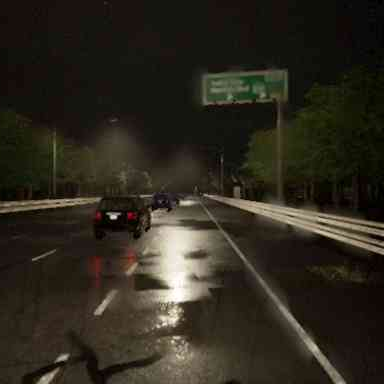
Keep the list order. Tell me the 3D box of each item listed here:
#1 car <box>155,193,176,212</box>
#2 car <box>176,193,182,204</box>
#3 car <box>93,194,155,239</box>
[{"bbox_3d":[-3.469,1.217,39.117,2.150,2.045,5.566,0,0,0],"label":"car"},{"bbox_3d":[-3.444,1.217,62.277,2.150,2.045,5.566,0,0,0],"label":"car"},{"bbox_3d":[-3.492,1.220,17.521,2.150,2.045,5.566,0,0,0],"label":"car"}]
